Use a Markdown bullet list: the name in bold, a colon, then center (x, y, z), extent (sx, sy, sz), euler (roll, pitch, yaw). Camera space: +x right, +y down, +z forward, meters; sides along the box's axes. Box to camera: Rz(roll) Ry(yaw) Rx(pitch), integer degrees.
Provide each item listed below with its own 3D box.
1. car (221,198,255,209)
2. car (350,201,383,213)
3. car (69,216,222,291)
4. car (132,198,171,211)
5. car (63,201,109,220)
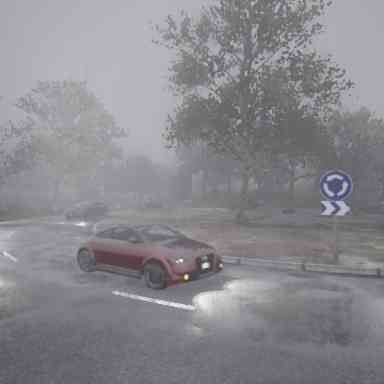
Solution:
- **car**: center (5.784, 1.495, 41.728), extent (4.181, 1.385, 1.994), euler (1, 0, -7)
- **car**: center (20.516, 1.686, 37.776), extent (4.718, 1.301, 1.895), euler (0, 0, 43)
- **car**: center (-1.275, 1.564, 9.117), extent (4.181, 1.385, 1.994), euler (0, 0, 37)
- **car**: center (-4.858, 1.462, 40.172), extent (4.902, 1.511, 2.128), euler (-1, 0, -39)
- **car**: center (-8.705, 1.505, 27.746), extent (1.837, 1.490, 4.892), euler (-1, 0, 13)
